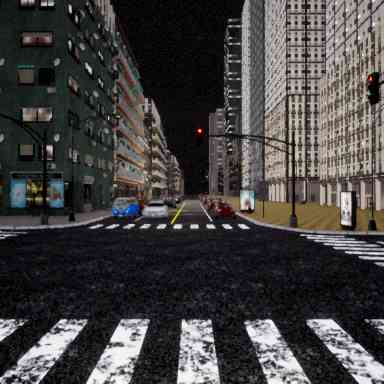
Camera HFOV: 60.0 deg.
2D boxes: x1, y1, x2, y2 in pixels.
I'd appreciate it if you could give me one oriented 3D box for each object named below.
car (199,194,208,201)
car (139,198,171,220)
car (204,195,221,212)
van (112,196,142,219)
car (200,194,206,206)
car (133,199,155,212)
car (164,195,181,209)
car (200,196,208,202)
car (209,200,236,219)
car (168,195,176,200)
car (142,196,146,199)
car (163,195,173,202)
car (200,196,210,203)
[{"bbox_3d":[2.799,1.373,83.735,2.192,1.841,5.009,0,0,0],"label":"car"},{"bbox_3d":[-3.064,1.535,28.489,1.812,1.442,4.674,0,0,0],"label":"car"},{"bbox_3d":[2.745,1.455,39.514,1.967,1.590,4.097,0,0,0],"label":"car"},{"bbox_3d":[-5.648,1.351,28.469,1.690,1.788,3.998,0,0,0],"label":"van"},{"bbox_3d":[2.765,1.467,56.097,1.967,1.590,4.097,0,0,0],"label":"car"},{"bbox_3d":[-5.636,1.560,39.525,1.887,1.381,4.507,0,0,0],"label":"car"},{"bbox_3d":[-3.041,1.567,45.655,2.033,1.411,5.357,0,0,0],"label":"car"},{"bbox_3d":[2.791,1.633,78.207,1.802,1.307,4.206,0,0,0],"label":"car"},{"bbox_3d":[2.731,1.591,28.458,1.802,1.307,4.206,0,0,0],"label":"car"},{"bbox_3d":[-5.570,1.639,94.801,1.947,1.339,4.313,0,0,0],"label":"car"},{"bbox_3d":[-5.641,1.327,33.997,2.192,1.841,5.009,0,0,0],"label":"car"},{"bbox_3d":[-5.589,1.491,78.218,1.967,1.590,4.097,0,0,0],"label":"car"},{"bbox_3d":[2.784,1.590,72.679,1.887,1.381,4.507,0,0,0],"label":"car"}]
